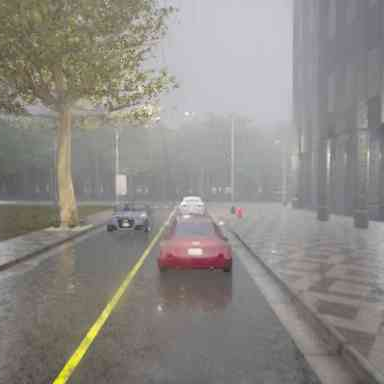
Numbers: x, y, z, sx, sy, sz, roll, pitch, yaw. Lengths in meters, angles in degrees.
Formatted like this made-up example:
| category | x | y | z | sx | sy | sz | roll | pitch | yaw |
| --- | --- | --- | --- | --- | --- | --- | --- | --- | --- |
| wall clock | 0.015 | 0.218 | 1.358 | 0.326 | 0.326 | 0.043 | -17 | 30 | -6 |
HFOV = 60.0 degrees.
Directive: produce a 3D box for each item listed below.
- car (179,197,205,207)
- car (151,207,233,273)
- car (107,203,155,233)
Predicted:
| category | x | y | z | sx | sy | sz | roll | pitch | yaw |
| --- | --- | --- | --- | --- | --- | --- | --- | --- | --- |
| car | 0.015 | 1.078 | 25.216 | 1.812 | 1.442 | 4.674 | 0 | 1 | 0 |
| car | 0.071 | 1.384 | 10.084 | 1.994 | 1.385 | 4.181 | 0 | 1 | 0 |
| car | -3.050 | 1.278 | 17.299 | 1.994 | 1.385 | 4.181 | 0 | 1 | 0 |
